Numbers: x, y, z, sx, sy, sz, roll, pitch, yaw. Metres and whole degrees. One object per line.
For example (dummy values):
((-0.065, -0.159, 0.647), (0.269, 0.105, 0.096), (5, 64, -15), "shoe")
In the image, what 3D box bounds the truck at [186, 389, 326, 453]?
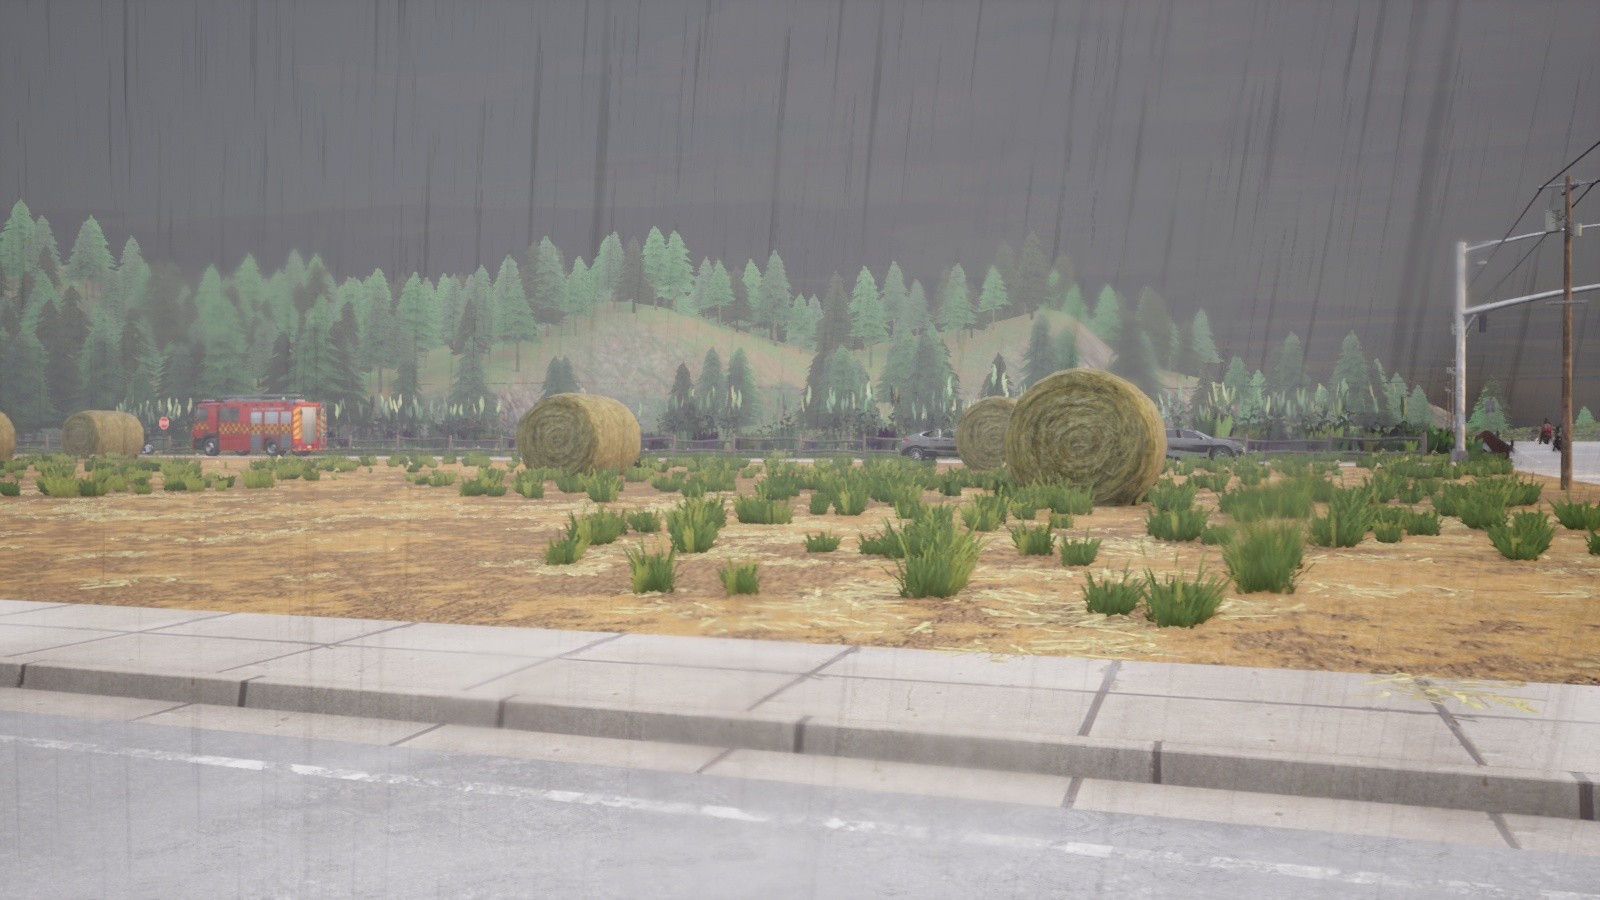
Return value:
((-33.846, -1.769, 78.062), (8.468, 3.827, 2.891), (1, 1, 22), "truck")

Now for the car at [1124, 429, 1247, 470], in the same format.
((16.440, -0.049, 53.541), (4.856, 1.649, 2.033), (1, 1, 22), "car")

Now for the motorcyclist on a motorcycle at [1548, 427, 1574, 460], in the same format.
((38.576, -0.345, 63.660), (0.866, 1.530, 2.191), (1, 4, 25), "motorcyclist on a motorcycle")

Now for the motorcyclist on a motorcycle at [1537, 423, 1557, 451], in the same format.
((41.711, -0.752, 70.158), (0.797, 1.523, 2.044), (1, 2, 26), "motorcyclist on a motorcycle")

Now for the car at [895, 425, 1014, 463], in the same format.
((7.059, -0.305, 57.412), (5.027, 1.651, 2.152), (1, 1, 22), "car")
